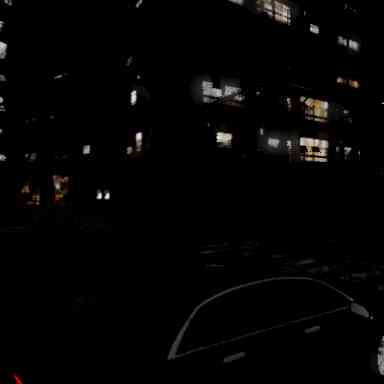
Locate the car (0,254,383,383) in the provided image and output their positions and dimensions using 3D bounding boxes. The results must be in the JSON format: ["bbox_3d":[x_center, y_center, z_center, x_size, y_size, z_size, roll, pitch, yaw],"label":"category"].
[{"bbox_3d":[0.596,1.504,3.803,4.892,1.490,1.837,0,0,-35],"label":"car"}]
